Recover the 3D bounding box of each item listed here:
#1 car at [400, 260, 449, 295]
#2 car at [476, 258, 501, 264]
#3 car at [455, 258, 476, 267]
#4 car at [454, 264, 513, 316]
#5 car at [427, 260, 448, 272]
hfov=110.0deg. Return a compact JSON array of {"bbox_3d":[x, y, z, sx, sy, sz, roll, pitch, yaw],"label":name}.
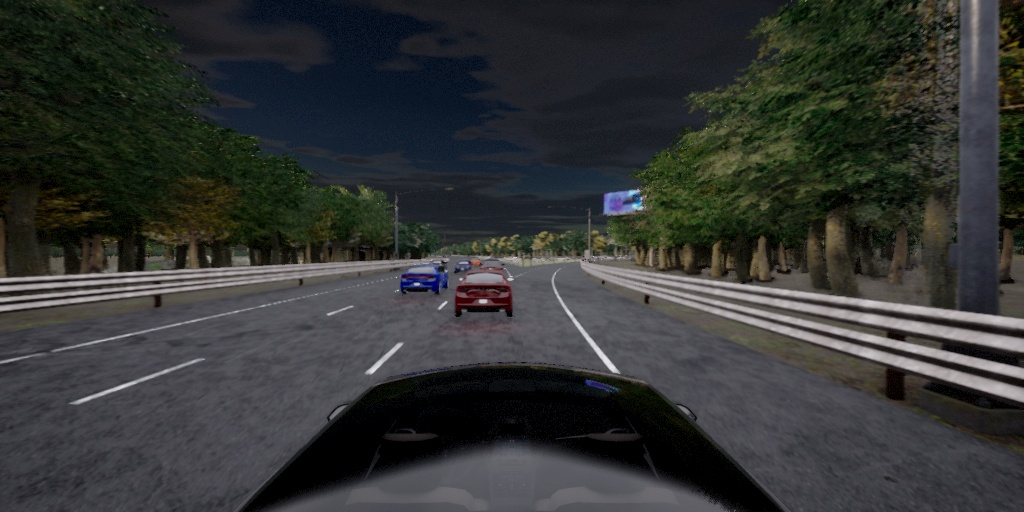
[{"bbox_3d":[-4.646,1.200,19.594,1.882,1.535,5.008,0,0,-2],"label":"car"},{"bbox_3d":[-1.716,1.067,31.184,2.097,1.767,4.553,0,0,-2],"label":"car"},{"bbox_3d":[-5.564,1.227,41.885,1.812,1.442,4.674,0,0,-3],"label":"car"},{"bbox_3d":[-0.980,1.234,13.360,1.882,1.535,5.008,0,0,-2],"label":"car"},{"bbox_3d":[-9.170,1.219,44.369,1.812,1.442,4.674,0,0,-3],"label":"car"}]
